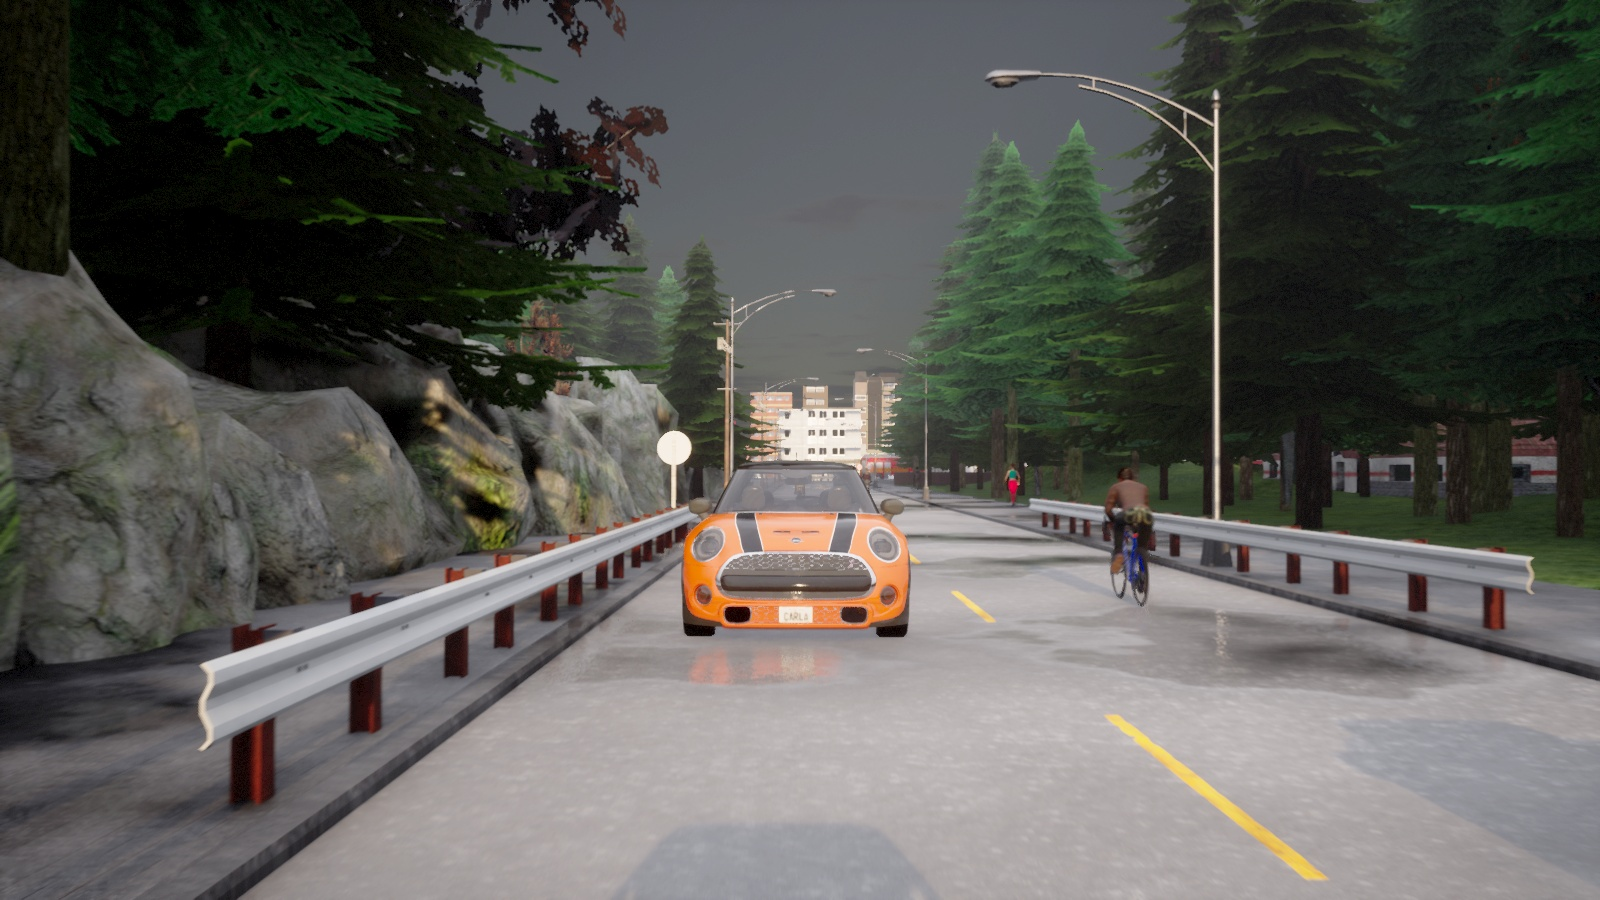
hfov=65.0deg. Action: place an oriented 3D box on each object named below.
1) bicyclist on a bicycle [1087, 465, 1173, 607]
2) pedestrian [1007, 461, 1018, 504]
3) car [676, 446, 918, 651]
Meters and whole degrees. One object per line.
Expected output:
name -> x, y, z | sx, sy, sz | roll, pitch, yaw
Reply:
bicyclist on a bicycle -> 3.963, 1.003, 15.184 | 0.582, 1.620, 1.656 | 0, -1, 0
pedestrian -> 9.117, 1.380, 53.770 | 0.345, 1.836, 0.594 | 0, -1, -2
car -> -0.033, 0.892, 13.185 | 2.097, 1.767, 4.553 | 0, -1, 0
